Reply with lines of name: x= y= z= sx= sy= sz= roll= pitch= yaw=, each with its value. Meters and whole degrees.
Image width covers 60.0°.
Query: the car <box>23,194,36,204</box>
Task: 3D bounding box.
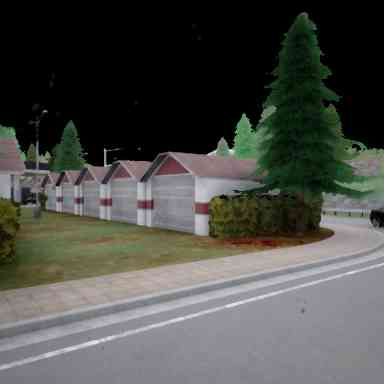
car: x=-30.592 y=1.327 z=62.631 sx=1.905 sy=1.878 sz=3.866 roll=0 pitch=0 yaw=-37

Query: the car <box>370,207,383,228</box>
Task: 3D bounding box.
car: x=12.431 y=1.477 z=19.149 sx=1.882 sy=1.535 sz=5.008 roll=0 pitch=0 yaw=-4
